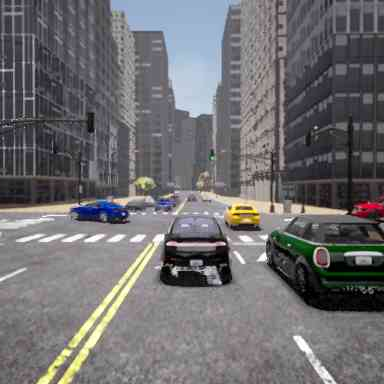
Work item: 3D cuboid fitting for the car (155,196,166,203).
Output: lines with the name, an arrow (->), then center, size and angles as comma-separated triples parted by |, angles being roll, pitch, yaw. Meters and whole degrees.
car -> -6.508, 1.482, 69.135 | 1.994, 1.385, 4.181 | 0, 0, 0

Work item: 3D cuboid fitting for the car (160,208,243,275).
car -> 0.100, 1.485, 10.408 | 2.128, 1.511, 4.902 | 0, 0, 0

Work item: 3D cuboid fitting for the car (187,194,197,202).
car -> -0.007, 1.274, 71.760 | 2.097, 1.767, 4.553 | 0, 0, 0

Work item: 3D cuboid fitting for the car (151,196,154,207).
car -> -6.585, 1.557, 49.836 | 1.895, 1.301, 4.718 | 0, 0, 0

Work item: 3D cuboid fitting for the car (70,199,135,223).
car -> -7.068, 1.409, 25.182 | 5.008, 1.535, 1.882 | 1, 0, 30

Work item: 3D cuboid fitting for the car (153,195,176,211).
car -> -3.344, 1.493, 40.680 | 1.812, 1.442, 4.674 | 0, 0, 0

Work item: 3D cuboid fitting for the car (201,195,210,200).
car -> 3.242, 1.337, 81.823 | 1.895, 1.301, 4.718 | 0, 0, 0

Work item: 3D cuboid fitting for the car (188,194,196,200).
car -> -0.008, 1.267, 81.793 | 2.128, 1.511, 4.902 | 0, 0, 0

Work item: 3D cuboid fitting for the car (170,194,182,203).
car -> -3.257, 1.284, 68.304 | 2.097, 1.767, 4.553 | 0, 0, 0

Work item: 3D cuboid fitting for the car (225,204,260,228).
car -> 3.356, 1.542, 22.837 | 1.882, 1.535, 5.008 | 0, 1, 0

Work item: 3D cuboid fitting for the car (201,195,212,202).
car -> 3.243, 1.514, 71.820 | 1.895, 1.301, 4.718 | 0, 0, 0

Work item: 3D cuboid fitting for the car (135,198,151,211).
car -> -6.589, 1.515, 40.248 | 2.033, 1.411, 5.357 | 0, 0, 0

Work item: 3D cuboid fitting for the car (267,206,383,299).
car -> 3.349, 1.346, 8.566 | 2.097, 1.767, 4.553 | 0, 0, 1

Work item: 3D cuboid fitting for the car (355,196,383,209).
car -> 15.704, 1.331, 26.370 | 5.566, 2.045, 2.150 | 1, 1, 1

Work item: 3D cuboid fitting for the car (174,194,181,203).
car -> -3.276, 1.471, 58.015 | 1.812, 1.442, 4.674 | 0, 0, 0

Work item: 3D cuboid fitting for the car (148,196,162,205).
car -> -6.515, 1.449, 59.156 | 1.837, 1.490, 4.892 | 0, 0, 0

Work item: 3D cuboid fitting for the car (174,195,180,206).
car -> -3.330, 1.521, 49.425 | 1.994, 1.385, 4.181 | 0, 0, 1
